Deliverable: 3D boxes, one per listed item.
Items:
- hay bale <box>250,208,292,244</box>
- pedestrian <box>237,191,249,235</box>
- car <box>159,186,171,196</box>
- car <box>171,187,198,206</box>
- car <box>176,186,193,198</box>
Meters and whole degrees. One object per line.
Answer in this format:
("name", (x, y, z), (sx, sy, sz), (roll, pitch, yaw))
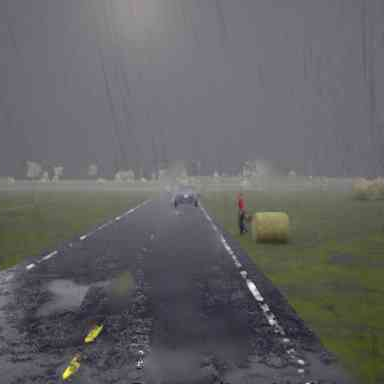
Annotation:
("hay bale", (2.931, 1.242, 12.507), (1.220, 1.180, 1.240), (0, 2, -1))
("pedestrian", (2.029, 0.844, 13.669), (0.375, 1.860, 0.375), (0, 2, 1))
("car", (-4.171, -0.213, 52.781), (1.812, 1.442, 4.674), (0, 2, -2))
("car", (-0.559, 0.335, 30.978), (2.097, 1.767, 4.553), (0, 2, -1))
("car", (-1.030, -0.014, 45.745), (2.128, 1.511, 4.902), (0, 2, -2))
